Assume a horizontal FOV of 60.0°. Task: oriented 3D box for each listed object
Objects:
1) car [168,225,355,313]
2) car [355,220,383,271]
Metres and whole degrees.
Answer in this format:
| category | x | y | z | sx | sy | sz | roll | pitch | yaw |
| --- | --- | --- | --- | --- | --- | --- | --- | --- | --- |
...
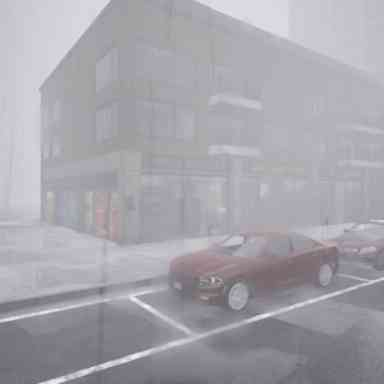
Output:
| category | x | y | z | sx | sy | sz | roll | pitch | yaw |
| --- | --- | --- | --- | --- | --- | --- | --- | --- | --- |
| car | 1.566 | 1.548 | 7.649 | 4.507 | 1.381 | 1.887 | 0 | 0 | -36 |
| car | 6.064 | 1.588 | 10.858 | 4.206 | 1.307 | 1.802 | 0 | 0 | -36 |
